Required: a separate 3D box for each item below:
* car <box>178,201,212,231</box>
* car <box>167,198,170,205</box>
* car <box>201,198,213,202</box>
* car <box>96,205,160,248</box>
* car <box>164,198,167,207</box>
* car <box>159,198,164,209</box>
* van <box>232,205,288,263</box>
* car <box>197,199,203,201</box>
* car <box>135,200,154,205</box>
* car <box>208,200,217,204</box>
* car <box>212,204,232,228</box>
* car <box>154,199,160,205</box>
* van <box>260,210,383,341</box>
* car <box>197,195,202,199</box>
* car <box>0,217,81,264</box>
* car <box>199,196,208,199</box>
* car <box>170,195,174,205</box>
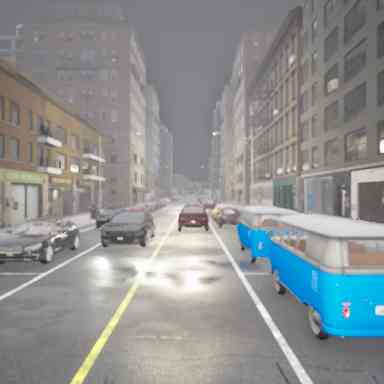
[{"bbox_3d":[0.078,1.627,22.031,1.882,1.535,5.008,0,0,0],"label":"car"},{"bbox_3d":[-5.445,1.825,57.508,1.967,1.590,4.097,0,0,0],"label":"car"},{"bbox_3d":[2.591,1.855,46.151,1.887,1.381,4.507,0,0,0],"label":"car"},{"bbox_3d":[-2.837,1.584,15.680,1.882,1.535,5.008,0,0,0],"label":"car"},{"bbox_3d":[-5.440,1.913,51.825,1.947,1.339,4.313,0,0,0],"label":"car"},{"bbox_3d":[-5.434,1.855,46.143,1.887,1.381,4.507,0,0,0],"label":"car"},{"bbox_3d":[2.625,1.424,12.060,1.690,1.788,3.998,0,0,0],"label":"van"},{"bbox_3d":[0.052,1.890,42.952,1.895,1.301,4.718,0,0,0],"label":"car"},{"bbox_3d":[-5.423,1.779,34.778,1.887,1.381,4.507,0,0,0],"label":"car"},{"bbox_3d":[2.608,1.723,29.275,1.752,1.417,4.829,0,0,0],"label":"car"},{"bbox_3d":[2.614,1.741,23.422,1.802,1.307,4.206,0,0,0],"label":"car"},{"bbox_3d":[-5.428,1.823,40.460,2.008,1.369,4.403,0,0,0],"label":"car"},{"bbox_3d":[2.631,1.386,6.377,1.690,1.788,3.998,0,0,0],"label":"van"},{"bbox_3d":[2.568,1.774,68.881,2.192,1.841,5.009,0,0,0],"label":"car"},{"bbox_3d":[-5.400,1.633,12.050,2.008,1.369,4.403,0,0,0],"label":"car"},{"bbox_3d":[2.585,1.788,51.834,1.967,1.590,4.097,0,0,0],"label":"car"},{"bbox_3d":[-5.457,1.899,68.872,1.967,1.590,4.097,0,0,0],"label":"car"}]
